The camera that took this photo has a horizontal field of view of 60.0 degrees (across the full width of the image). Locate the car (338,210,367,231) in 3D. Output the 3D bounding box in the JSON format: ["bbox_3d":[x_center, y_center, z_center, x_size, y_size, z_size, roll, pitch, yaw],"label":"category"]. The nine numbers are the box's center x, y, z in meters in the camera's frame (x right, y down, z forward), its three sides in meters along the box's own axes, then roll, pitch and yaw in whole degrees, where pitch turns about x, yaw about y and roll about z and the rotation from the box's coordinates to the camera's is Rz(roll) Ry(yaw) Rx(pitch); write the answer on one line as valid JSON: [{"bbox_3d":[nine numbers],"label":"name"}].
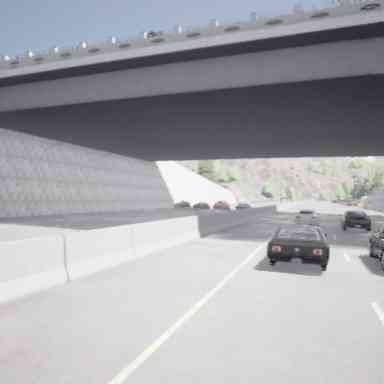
[{"bbox_3d":[12.566,2.178,25.772,1.837,1.490,4.892,1,0,20],"label":"car"}]

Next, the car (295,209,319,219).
[{"bbox_3d":[9.500,2.137,27.566,1.812,1.442,4.674,1,-1,20],"label":"car"}]

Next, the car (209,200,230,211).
[{"bbox_3d":[4.996,2.216,56.663,2.097,1.767,4.553,1,-1,20],"label":"car"}]

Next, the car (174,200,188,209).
[{"bbox_3d":[-1.634,2.205,58.891,2.128,1.511,4.902,1,-1,20],"label":"car"}]

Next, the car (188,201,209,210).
[{"bbox_3d":[1.665,2.335,57.733,2.033,1.411,5.357,1,-1,20],"label":"car"}]

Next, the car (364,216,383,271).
[{"bbox_3d":[7.490,1.860,11.662,1.837,1.490,4.892,1,0,20],"label":"car"}]

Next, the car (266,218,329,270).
[{"bbox_3d":[3.974,1.867,12.254,1.895,1.301,4.718,1,-1,20],"label":"car"}]

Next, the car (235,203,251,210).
[{"bbox_3d":[8.713,2.511,56.628,2.033,1.411,5.357,1,-1,20],"label":"car"}]
